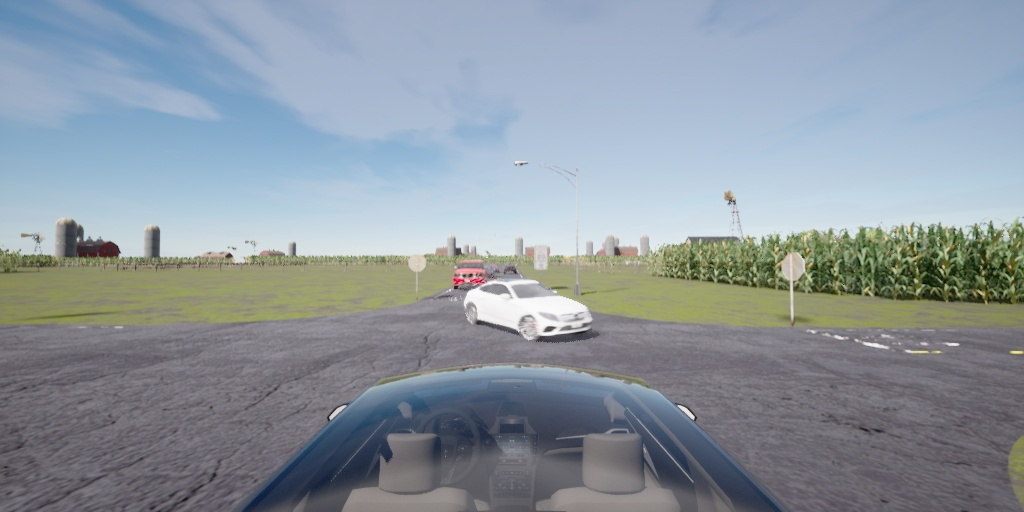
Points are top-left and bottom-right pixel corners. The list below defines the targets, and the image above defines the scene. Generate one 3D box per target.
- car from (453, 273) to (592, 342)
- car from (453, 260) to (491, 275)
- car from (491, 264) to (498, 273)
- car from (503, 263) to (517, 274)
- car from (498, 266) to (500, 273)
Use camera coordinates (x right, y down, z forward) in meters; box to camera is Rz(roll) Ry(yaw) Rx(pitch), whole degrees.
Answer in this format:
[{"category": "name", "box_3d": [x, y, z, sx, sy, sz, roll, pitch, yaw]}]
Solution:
[{"category": "car", "box_3d": [0.212, 1.426, 10.651, 1.812, 1.442, 4.674, 0, 0, -36]}, {"category": "car", "box_3d": [-2.972, 1.330, 26.627, 2.150, 2.045, 5.566, 0, -1, 0]}, {"category": "car", "box_3d": [-3.033, 1.842, 41.710, 2.033, 1.411, 5.357, 0, -1, 0]}, {"category": "car", "box_3d": [-0.254, 1.911, 52.705, 1.837, 1.490, 4.892, 0, -1, 0]}, {"category": "car", "box_3d": [-3.041, 2.005, 57.253, 1.812, 1.442, 4.674, 0, -1, 0]}]
